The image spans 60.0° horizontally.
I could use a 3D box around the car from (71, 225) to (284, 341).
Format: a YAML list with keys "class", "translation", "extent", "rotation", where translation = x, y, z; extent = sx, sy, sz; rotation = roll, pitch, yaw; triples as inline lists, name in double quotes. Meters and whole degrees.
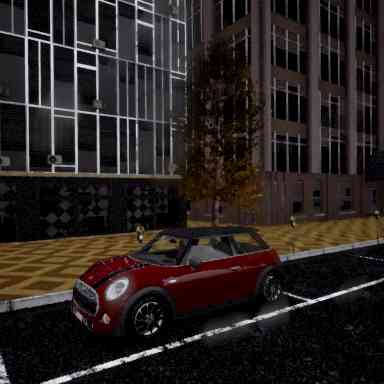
- class: "car"
  translation: [-0.156, 1.439, 6.429]
  extent: [4.097, 1.590, 1.967]
  rotation: [0, -1, -35]
